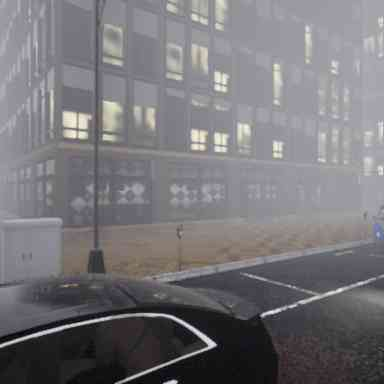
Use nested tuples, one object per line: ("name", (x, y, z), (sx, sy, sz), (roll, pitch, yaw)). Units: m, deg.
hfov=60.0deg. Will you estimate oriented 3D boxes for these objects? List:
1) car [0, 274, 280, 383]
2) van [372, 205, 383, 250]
("car", (-1.450, 1.511, 2.331), (4.892, 1.490, 1.837), (0, 0, -36))
("van", (8.608, 1.322, 12.870), (3.998, 1.788, 1.690), (0, 0, -36))
